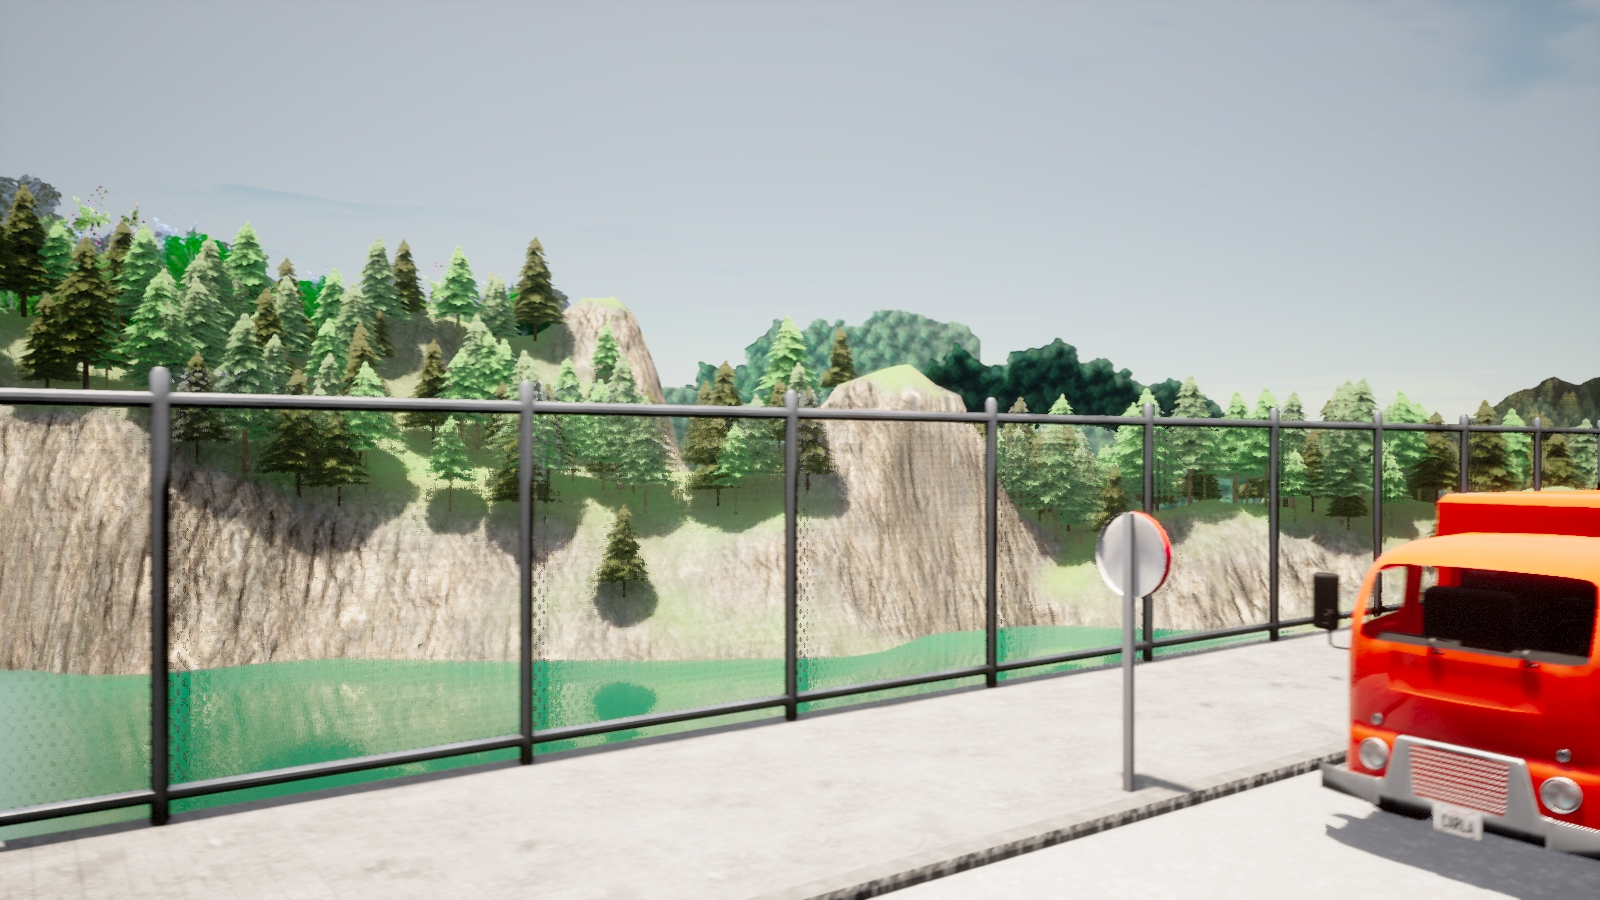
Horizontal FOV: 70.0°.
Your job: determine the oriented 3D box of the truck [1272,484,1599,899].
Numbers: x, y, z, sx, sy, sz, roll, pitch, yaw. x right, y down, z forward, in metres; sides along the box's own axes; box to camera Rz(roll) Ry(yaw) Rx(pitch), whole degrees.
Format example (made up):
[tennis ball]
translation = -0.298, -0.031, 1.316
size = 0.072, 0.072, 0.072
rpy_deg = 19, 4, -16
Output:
[truck]
translation = 6.376, 1.568, 8.837
size = 5.204, 2.467, 2.627
rpy_deg = 0, 0, -34
